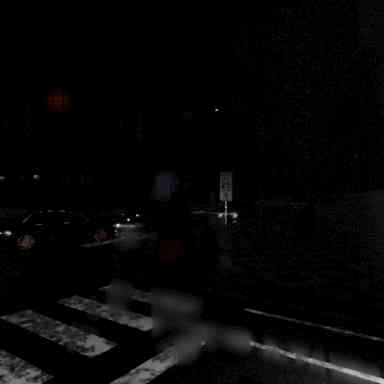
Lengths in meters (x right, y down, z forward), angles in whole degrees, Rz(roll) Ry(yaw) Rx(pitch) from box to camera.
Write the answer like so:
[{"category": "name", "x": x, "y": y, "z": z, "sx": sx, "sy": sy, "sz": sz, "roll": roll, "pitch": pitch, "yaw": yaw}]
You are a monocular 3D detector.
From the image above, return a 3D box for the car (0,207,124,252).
[{"category": "car", "x": -5.463, "y": 1.381, "z": 13.400, "sx": 4.892, "sy": 1.490, "sz": 1.837, "roll": -1, "pitch": 2, "yaw": -42}]

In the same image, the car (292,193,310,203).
[{"category": "car", "x": 15.997, "y": 0.882, "z": 47.993, "sx": 1.994, "sy": 1.385, "sz": 4.181, "roll": 0, "pitch": 1, "yaw": 36}]

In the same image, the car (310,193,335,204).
[{"category": "car", "x": 18.150, "y": 0.817, "z": 45.628, "sx": 1.882, "sy": 1.535, "sz": 5.008, "roll": 0, "pitch": 1, "yaw": 36}]

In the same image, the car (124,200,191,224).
[{"category": "car", "x": -2.259, "y": 1.283, "z": 22.504, "sx": 2.033, "sy": 1.411, "sz": 5.357, "roll": 0, "pitch": 1, "yaw": 38}]

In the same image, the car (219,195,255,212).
[{"category": "car", "x": 4.437, "y": 1.086, "z": 31.933, "sx": 1.837, "sy": 1.490, "sz": 4.892, "roll": 0, "pitch": 1, "yaw": 36}]
